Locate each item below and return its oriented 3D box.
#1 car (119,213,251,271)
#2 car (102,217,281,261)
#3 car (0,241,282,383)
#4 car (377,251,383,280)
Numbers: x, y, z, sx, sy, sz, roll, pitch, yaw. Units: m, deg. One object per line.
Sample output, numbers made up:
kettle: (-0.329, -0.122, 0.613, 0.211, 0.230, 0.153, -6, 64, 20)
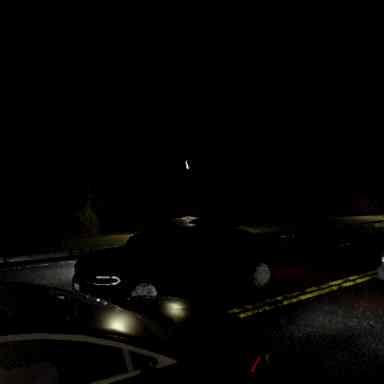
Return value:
car: (-0.159, 1.567, 11.556, 4.181, 1.385, 1.994, 0, 0, -35)
car: (-0.097, 1.480, 7.608, 5.008, 1.535, 1.882, 0, 0, -35)
car: (-1.411, 1.491, 2.431, 4.902, 1.511, 2.128, 0, 0, -36)
car: (6.713, 1.553, 8.275, 5.357, 1.411, 2.033, 0, 0, -35)
